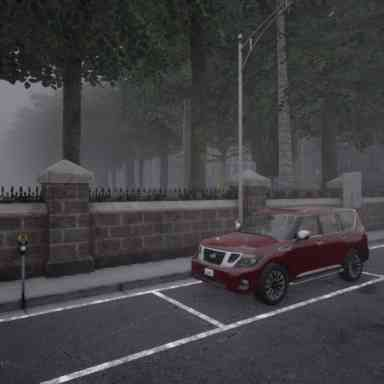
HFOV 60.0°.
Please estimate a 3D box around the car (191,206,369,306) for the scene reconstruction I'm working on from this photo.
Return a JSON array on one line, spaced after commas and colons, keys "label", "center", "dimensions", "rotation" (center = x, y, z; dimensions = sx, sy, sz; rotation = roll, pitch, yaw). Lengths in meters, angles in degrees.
[{"label": "car", "center": [2.393, 1.313, 8.238], "dimensions": [5.009, 1.841, 2.192], "rotation": [0, 0, -35]}]
